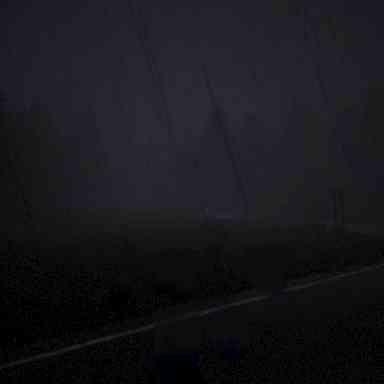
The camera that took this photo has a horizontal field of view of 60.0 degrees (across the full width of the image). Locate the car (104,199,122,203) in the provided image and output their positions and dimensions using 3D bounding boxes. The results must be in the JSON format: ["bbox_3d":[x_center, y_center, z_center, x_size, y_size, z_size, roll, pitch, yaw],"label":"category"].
[{"bbox_3d":[-12.696,1.710,52.381,1.895,1.301,4.718,0,0,-35],"label":"car"}]

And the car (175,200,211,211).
[{"bbox_3d":[0.060,1.601,34.384,2.128,1.511,4.902,0,0,-36],"label":"car"}]
